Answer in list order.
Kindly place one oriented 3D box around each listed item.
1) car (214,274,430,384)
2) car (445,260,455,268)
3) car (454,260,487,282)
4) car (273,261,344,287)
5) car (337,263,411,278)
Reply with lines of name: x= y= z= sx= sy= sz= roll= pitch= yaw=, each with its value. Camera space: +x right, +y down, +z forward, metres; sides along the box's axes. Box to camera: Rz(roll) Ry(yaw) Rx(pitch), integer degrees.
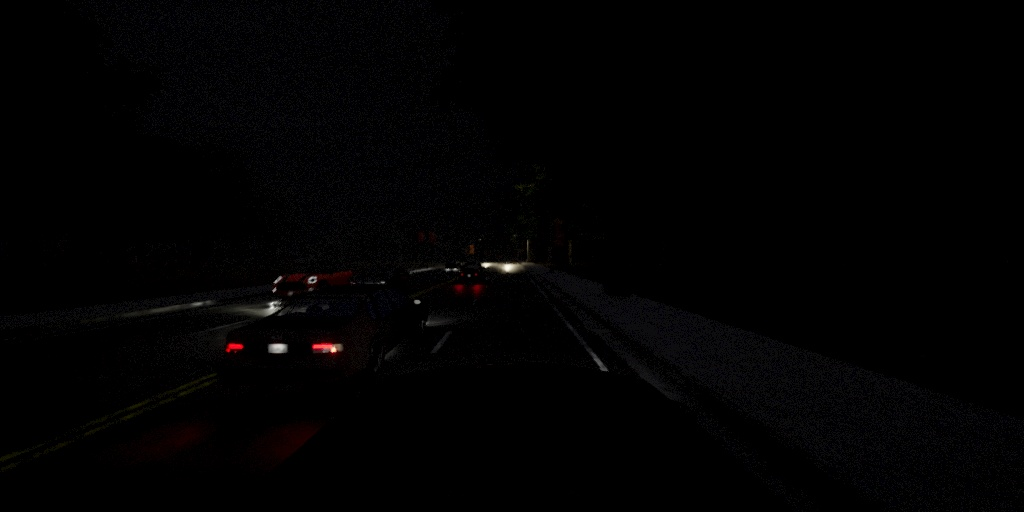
car: x=-3.148 y=1.288 z=7.333 sx=2.033 sy=1.411 sz=5.357 roll=0 pitch=0 yaw=0
car: x=-9.751 y=1.314 z=59.414 sx=2.033 sy=1.411 sz=5.357 roll=0 pitch=0 yaw=1
car: x=-3.148 y=1.255 z=28.536 sx=1.812 sy=1.442 sz=4.674 roll=0 pitch=0 yaw=0
car: x=-9.839 y=1.082 z=18.167 sx=2.097 sy=1.767 sz=4.553 roll=0 pitch=0 yaw=0
car: x=-6.589 y=1.221 z=18.406 sx=2.128 sy=1.511 sz=4.902 roll=0 pitch=0 yaw=0
